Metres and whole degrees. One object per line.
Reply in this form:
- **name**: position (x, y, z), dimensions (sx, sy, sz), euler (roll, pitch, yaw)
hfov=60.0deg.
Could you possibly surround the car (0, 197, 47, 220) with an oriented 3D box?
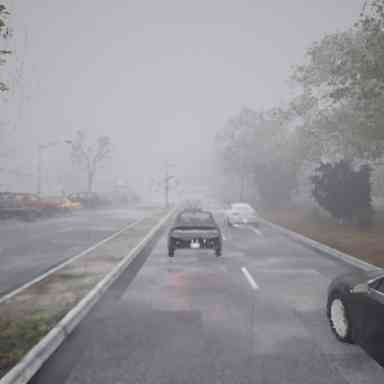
- **car**: position (-13.786, 1.405, 24.987), dimensions (4.792, 1.488, 2.163), euler (-1, 0, -20)

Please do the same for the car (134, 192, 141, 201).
- **car**: position (-13.783, 1.009, 66.983), dimensions (5.566, 2.045, 2.435), euler (-1, 0, -20)

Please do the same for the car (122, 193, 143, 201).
- **car**: position (-13.620, 1.136, 76.034), dimensions (4.553, 1.767, 2.185), euler (-1, 0, -19)

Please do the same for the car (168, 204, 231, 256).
- **car**: position (0.101, 1.463, 12.995), dimensions (2.128, 1.511, 4.902), euler (0, 0, 0)

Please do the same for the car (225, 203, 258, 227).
- **car**: position (3.104, 1.435, 21.694), dimensions (1.812, 1.442, 4.674), euler (0, 0, 0)

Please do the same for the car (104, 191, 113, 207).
- **car**: position (-13.766, 1.143, 45.986), dimensions (4.553, 1.767, 2.185), euler (-1, 0, -20)

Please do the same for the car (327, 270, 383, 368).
- **car**: position (3.101, 1.508, 3.505), dimensions (1.837, 1.490, 4.892), euler (0, 0, 0)

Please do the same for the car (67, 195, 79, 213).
- **car**: position (-13.633, 1.327, 31.042), dimensions (5.366, 1.575, 1.946), euler (-1, 0, -20)

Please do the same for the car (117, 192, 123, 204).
- **car**: position (-13.797, 1.262, 51.982), dimensions (4.892, 1.521, 2.231), euler (-1, 0, -20)

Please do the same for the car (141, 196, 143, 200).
- **car**: position (-13.710, 1.009, 70.019), dimensions (5.566, 2.045, 2.435), euler (-1, 0, -20)

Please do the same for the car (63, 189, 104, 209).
- **car**: position (-13.827, 1.036, 39.959), dimensions (5.566, 2.045, 2.435), euler (-1, 1, -20)

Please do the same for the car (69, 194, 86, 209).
- **car**: position (-13.978, 1.316, 33.909), dimensions (5.366, 1.575, 1.946), euler (-1, 1, -20)

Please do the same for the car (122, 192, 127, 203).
- **car**: position (-13.813, 1.289, 54.966), dimensions (4.792, 1.488, 2.163), euler (-1, 0, -20)

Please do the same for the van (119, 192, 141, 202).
- **van**: position (-13.595, 1.034, 73.056), dimensions (4.442, 1.987, 1.878), euler (-1, 0, -19)

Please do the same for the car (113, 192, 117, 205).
- **car**: position (-13.826, 1.139, 48.971), dimensions (4.553, 1.767, 2.185), euler (-1, 0, -20)

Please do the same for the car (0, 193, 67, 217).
- **car**: position (-13.789, 1.103, 27.989), dimensions (5.566, 2.045, 2.435), euler (-1, 0, -20)

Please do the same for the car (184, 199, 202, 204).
- **car**: position (0.106, 1.371, 34.009), dimensions (2.033, 1.411, 5.357), euler (0, 0, 0)

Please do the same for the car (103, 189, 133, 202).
- **car**: position (-13.813, 1.008, 57.969), dimensions (5.566, 2.045, 2.435), euler (-1, 0, -20)

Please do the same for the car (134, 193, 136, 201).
- **car**: position (-13.763, 1.299, 63.987), dimensions (4.674, 1.452, 2.002), euler (-1, 0, -20)
